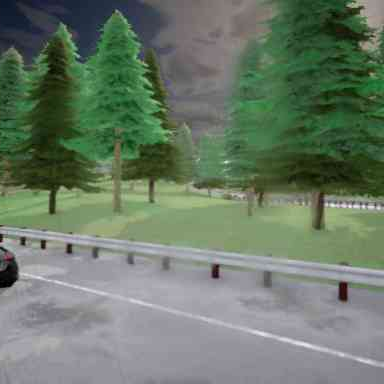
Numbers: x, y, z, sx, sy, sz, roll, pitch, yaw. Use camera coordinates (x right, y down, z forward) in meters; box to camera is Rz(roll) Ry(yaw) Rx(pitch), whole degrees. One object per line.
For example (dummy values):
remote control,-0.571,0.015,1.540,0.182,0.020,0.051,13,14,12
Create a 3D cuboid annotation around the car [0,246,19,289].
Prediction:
car,-6.009,1.550,7.853,4.181,1.385,1.994,0,0,33
